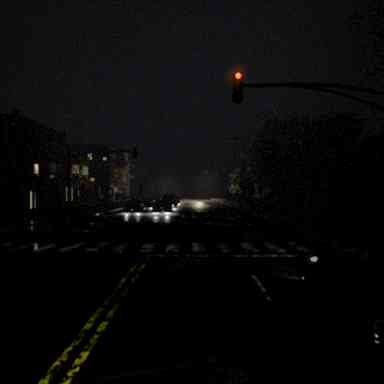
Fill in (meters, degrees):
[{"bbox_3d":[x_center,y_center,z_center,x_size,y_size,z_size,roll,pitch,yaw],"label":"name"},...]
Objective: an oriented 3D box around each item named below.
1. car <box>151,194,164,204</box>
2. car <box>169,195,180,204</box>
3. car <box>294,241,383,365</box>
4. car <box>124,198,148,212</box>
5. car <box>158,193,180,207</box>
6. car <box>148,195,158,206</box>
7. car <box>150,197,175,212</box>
[{"bbox_3d":[-6.576,1.345,63.989,2.097,1.767,4.553,0,0,0],"label":"car"},{"bbox_3d":[-3.311,1.467,65.374,1.882,1.535,5.008,0,0,0],"label":"car"},{"bbox_3d":[3.356,1.546,5.577,2.033,1.411,5.357,0,0,0],"label":"car"},{"bbox_3d":[-6.601,1.540,38.466,2.033,1.411,5.357,0,0,-3],"label":"car"},{"bbox_3d":[-3.339,1.215,50.062,2.150,2.045,5.566,0,0,0],"label":"car"},{"bbox_3d":[-6.593,1.539,50.237,2.033,1.411,5.357,0,0,0],"label":"car"},{"bbox_3d":[-3.324,1.556,38.356,1.994,1.385,4.181,0,0,0],"label":"car"}]
